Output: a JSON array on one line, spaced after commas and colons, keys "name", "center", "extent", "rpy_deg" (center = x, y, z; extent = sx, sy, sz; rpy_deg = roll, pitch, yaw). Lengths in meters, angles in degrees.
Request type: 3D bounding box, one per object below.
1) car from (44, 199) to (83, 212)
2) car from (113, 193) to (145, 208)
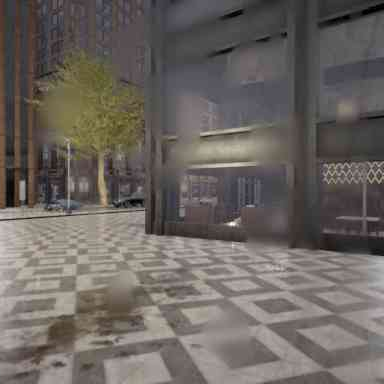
[{"name": "car", "center": [-14.500, 1.483, 37.788], "extent": [1.994, 1.385, 4.181], "rpy_deg": [0, 0, 35]}, {"name": "car", "center": [-8.418, 1.117, 46.281], "extent": [2.150, 2.045, 5.566], "rpy_deg": [0, 0, 35]}]
